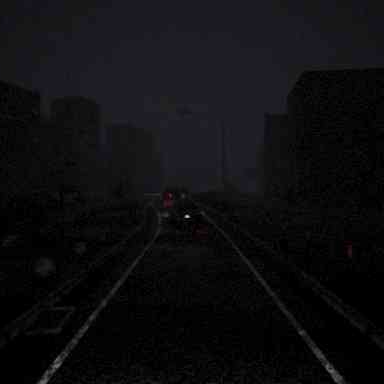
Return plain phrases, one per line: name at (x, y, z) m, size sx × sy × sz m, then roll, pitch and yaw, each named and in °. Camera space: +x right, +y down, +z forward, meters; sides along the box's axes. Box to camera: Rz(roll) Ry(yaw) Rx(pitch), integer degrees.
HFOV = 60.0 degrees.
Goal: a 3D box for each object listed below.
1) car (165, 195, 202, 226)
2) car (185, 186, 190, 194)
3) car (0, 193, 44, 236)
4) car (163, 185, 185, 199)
car at (-0.517, 1.268, 21.650) m, size 1.994 × 1.385 × 4.181 m, roll 0°, pitch 5°, yaw -7°
car at (-1.705, -0.323, 57.380) m, size 2.033 × 1.411 × 5.357 m, roll 1°, pitch 1°, yaw 14°
car at (-10.038, 1.094, 17.738) m, size 2.150 × 2.045 × 5.566 m, roll 0°, pitch 1°, yaw 3°
car at (-2.253, -0.007, 39.602) m, size 1.837 × 1.490 × 4.892 m, roll -1°, pitch 3°, yaw 4°
